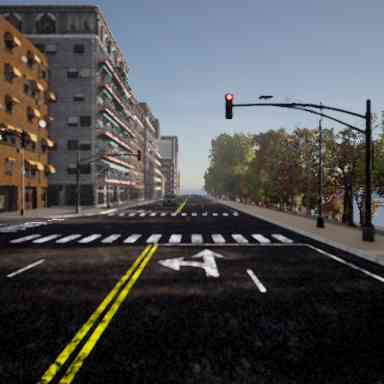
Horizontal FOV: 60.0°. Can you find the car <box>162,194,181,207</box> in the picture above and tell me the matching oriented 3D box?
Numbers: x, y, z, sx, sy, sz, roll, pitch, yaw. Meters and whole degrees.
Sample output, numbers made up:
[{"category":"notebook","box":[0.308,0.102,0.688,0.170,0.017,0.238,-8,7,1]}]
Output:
[{"category":"car","box":[-3.252,1.317,50.846,2.150,2.045,5.566,0,1,0]}]
